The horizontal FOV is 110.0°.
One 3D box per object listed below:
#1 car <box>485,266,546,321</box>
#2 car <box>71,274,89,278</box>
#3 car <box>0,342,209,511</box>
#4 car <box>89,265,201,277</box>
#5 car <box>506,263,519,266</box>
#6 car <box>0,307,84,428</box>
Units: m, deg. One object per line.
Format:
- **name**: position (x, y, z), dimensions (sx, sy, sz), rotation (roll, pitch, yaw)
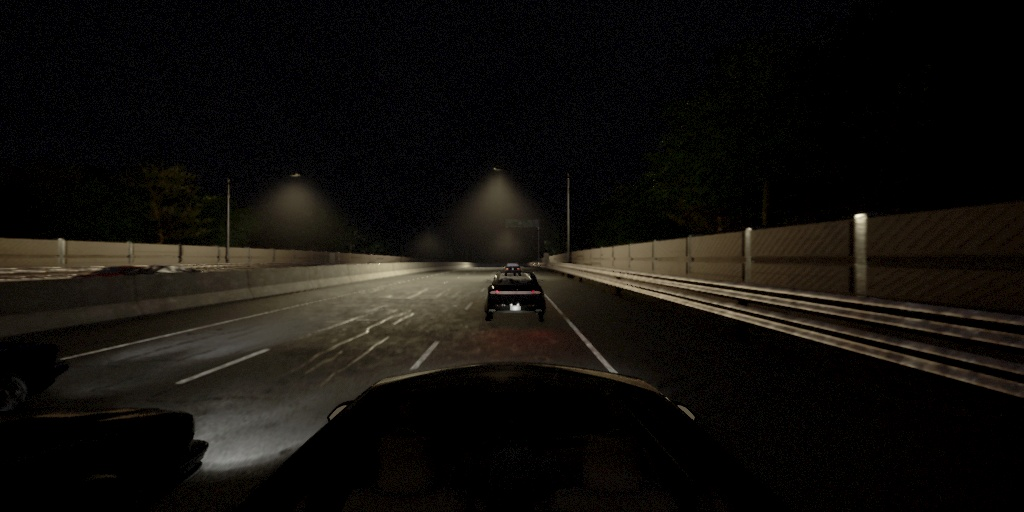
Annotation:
- **car**: position (0.097, 1.272, 12.574), dimensions (2.128, 1.511, 4.902), rotation (0, 0, 0)
- **car**: position (-24.603, 1.348, 22.481), dimensions (1.812, 1.442, 4.674), rotation (0, 0, 0)
- **car**: position (-3.400, 1.297, 0.409), dimensions (2.033, 1.411, 5.357), rotation (0, 0, 0)
- **car**: position (-21.103, 1.309, 21.340), dimensions (2.128, 1.511, 4.902), rotation (0, 0, 0)
- **car**: position (0.092, 1.482, 41.352), dimensions (2.033, 1.411, 5.357), rotation (0, -1, 0)
- **car**: position (-6.901, 1.352, 2.627), dimensions (1.895, 1.301, 4.718), rotation (0, 0, 0)
